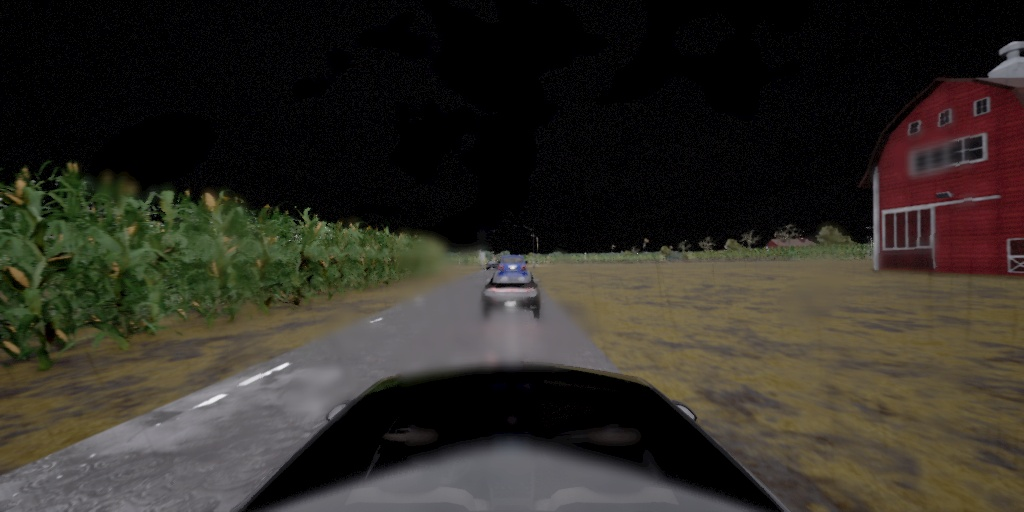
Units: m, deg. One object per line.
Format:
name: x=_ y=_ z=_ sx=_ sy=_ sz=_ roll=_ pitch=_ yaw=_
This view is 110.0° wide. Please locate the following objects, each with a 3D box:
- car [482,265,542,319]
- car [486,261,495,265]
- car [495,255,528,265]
car: x=0.051 y=1.223 z=12.755 sx=2.128 sy=1.511 sz=4.902 roll=0 pitch=0 yaw=1
car: x=-2.819 y=1.403 z=53.071 sx=2.033 sy=1.411 sz=5.357 roll=0 pitch=-1 yaw=0
car: x=0.066 y=0.961 z=28.427 sx=2.150 sy=2.045 sz=5.566 roll=0 pitch=0 yaw=0
